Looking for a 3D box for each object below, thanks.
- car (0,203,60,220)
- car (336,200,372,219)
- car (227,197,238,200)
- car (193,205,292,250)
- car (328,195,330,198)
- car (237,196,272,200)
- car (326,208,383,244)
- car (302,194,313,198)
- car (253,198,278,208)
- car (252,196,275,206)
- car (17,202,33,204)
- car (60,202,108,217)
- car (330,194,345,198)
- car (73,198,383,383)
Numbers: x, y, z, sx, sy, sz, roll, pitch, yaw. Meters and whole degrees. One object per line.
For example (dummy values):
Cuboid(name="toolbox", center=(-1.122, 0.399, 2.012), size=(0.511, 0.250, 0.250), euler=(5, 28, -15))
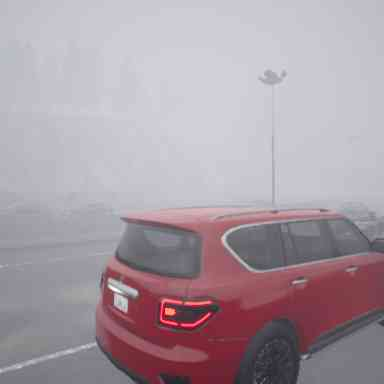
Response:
Cuboid(name="car", center=(-11.393, 1.694, 21.995), size=(4.181, 1.385, 1.994), euler=(0, 0, -40))
Cuboid(name="car", center=(14.624, 1.502, 29.839), size=(2.033, 1.411, 5.357), euler=(0, 0, 36))
Cuboid(name="car", center=(7.125, 1.564, 55.832), size=(1.837, 1.490, 4.892), euler=(-1, 0, 36))
Cuboid(name="car", center=(2.511, 1.493, 15.458), size=(5.008, 1.535, 1.882), euler=(0, 0, -44))
Cuboid(name="car", center=(35.673, 1.218, 83.972), size=(1.837, 1.490, 4.892), euler=(-1, 0, 35))
Cuboid(name="car", center=(7.422, 1.531, 38.129), size=(1.837, 1.490, 4.892), euler=(-1, -1, 35))
Cuboid(name="car", center=(8.535, 1.574, 16.595), size=(1.895, 1.301, 4.718), euler=(-1, 0, 42))
Cuboid(name="car", center=(31.201, 1.375, 89.769), size=(1.812, 1.442, 4.674), euler=(-1, 0, 35))
Cuboid(name="car", center=(10.814, 1.622, 48.957), size=(1.895, 1.301, 4.718), euler=(-1, 0, 36))
Cuboid(name="car", center=(12.394, 1.517, 57.184), size=(2.128, 1.511, 4.902), euler=(-1, 0, 36))
Cuboid(name="car", center=(-14.520, 1.671, 28.444), size=(4.892, 1.490, 1.837), euler=(0, 0, -42))
Cuboid(name="car", center=(-9.033, 1.632, 28.787), size=(1.837, 1.490, 4.892), euler=(0, 0, 44))
Cuboid(name="car", center=(32.435, 1.429, 73.328), size=(1.812, 1.442, 4.674), euler=(-1, 0, 35))
Cuboid(name="car", center=(1.370, 1.224, 5.106), size=(5.566, 2.045, 2.150), euler=(0, 0, -38))
